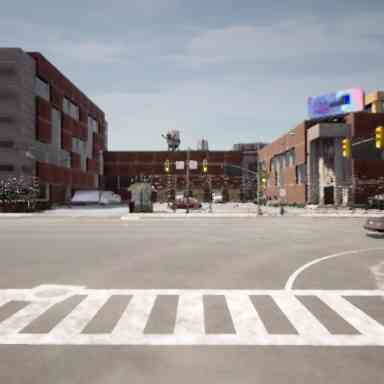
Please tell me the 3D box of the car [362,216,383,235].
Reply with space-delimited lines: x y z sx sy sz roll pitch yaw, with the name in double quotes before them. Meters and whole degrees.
"car" 12.103 1.694 17.689 5.357 1.411 2.033 0 -1 3
